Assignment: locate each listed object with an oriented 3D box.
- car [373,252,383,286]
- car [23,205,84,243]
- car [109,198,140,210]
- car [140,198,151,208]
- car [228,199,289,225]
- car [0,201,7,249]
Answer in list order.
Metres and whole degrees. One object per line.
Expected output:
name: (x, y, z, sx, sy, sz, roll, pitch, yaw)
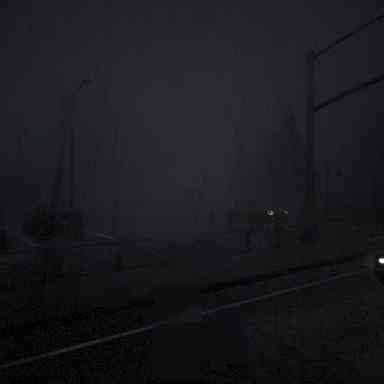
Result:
car: (6.368, 1.601, 7.969, 4.718, 1.301, 1.895, 0, 0, -34)
car: (-6.410, 1.340, 15.279, 2.007, 1.523, 4.514, 0, 0, -36)
car: (-8.919, 1.601, 42.496, 1.895, 1.301, 4.718, 0, 0, -36)
car: (-7.436, 1.526, 46.638, 1.812, 1.442, 4.674, 0, 0, -36)
car: (4.708, 1.353, 23.965, 2.097, 1.767, 4.553, 0, 0, -36)
car: (-8.921, 1.331, 13.398, 2.152, 1.636, 5.027, 0, 0, -36)
